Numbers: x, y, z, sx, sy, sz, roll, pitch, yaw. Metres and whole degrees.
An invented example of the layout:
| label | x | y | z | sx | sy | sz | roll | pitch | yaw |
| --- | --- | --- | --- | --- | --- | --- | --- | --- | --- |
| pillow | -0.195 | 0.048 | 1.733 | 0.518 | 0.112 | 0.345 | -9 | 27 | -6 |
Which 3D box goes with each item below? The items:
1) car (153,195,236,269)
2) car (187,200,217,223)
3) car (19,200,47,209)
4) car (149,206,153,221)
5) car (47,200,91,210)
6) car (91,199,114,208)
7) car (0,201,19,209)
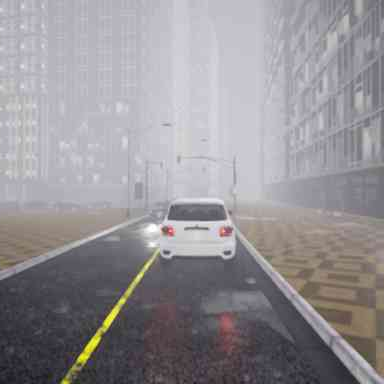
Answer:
| label | x | y | z | sx | sy | sz | roll | pitch | yaw |
| --- | --- | --- | --- | --- | --- | --- | --- | --- | --- |
| car | 0.241 | 1.219 | 11.332 | 2.150 | 2.045 | 5.566 | 0 | 0 | 2 |
| car | 0.891 | 1.486 | 26.760 | 2.128 | 1.511 | 4.902 | 0 | 0 | 4 |
| car | -25.509 | 2.027 | 54.708 | 4.313 | 1.339 | 1.947 | -1 | 1 | 12 |
| car | -2.243 | 1.485 | 26.889 | 2.128 | 1.511 | 4.902 | 0 | 0 | 4 |
| car | -16.329 | 1.785 | 44.103 | 4.403 | 1.369 | 2.008 | -1 | 0 | 12 |
| car | -14.524 | 1.821 | 52.286 | 4.403 | 1.369 | 2.008 | -1 | 1 | 12 |
| car | -31.002 | 2.123 | 55.920 | 4.313 | 1.339 | 1.947 | -1 | 1 | 12 |
